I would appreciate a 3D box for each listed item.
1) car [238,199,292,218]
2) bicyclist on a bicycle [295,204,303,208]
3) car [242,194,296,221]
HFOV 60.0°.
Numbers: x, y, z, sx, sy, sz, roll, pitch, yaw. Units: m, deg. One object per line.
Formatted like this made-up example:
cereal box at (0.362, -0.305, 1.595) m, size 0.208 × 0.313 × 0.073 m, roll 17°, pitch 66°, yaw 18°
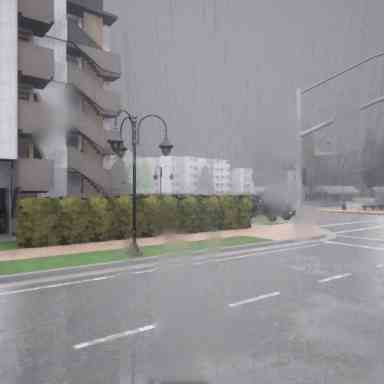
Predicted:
car at (6.845, 1.478, 31.621) m, size 1.882 × 1.535 × 5.008 m, roll 0°, pitch 0°, yaw -37°
bicyclist on a bicycle at (13.385, 1.301, 41.654) m, size 1.656 × 1.620 × 0.582 m, roll 0°, pitch 0°, yaw -39°
car at (5.740, 1.221, 27.303) m, size 2.150 × 2.045 × 5.566 m, roll 0°, pitch 0°, yaw -38°
